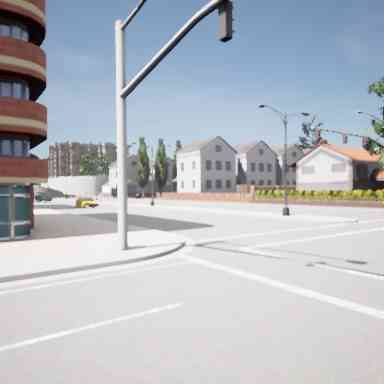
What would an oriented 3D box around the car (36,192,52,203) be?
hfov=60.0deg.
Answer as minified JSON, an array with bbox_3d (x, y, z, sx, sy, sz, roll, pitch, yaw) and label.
[{"bbox_3d":[-28.859,1.048,64.767,2.150,2.045,5.566,-1,1,-35],"label":"car"}]

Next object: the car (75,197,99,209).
[{"bbox_3d":[-13.371,1.354,42.365,1.882,1.535,5.008,-1,2,-35],"label":"car"}]
